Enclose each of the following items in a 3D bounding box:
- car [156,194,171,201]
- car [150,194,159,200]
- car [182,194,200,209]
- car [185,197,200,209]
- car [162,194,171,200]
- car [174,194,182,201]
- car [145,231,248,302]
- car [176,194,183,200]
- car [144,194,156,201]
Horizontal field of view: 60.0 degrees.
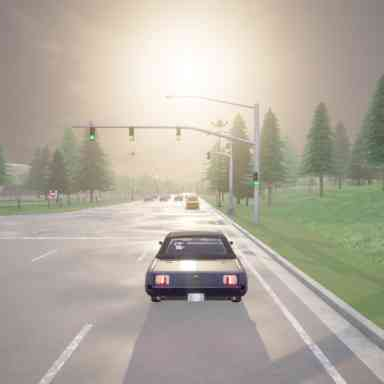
[{"bbox_3d":[-6.838,1.531,80.487,2.033,1.411,5.357,0,0,0],"label":"car"},{"bbox_3d":[-10.317,1.332,90.914,1.837,1.490,4.892,0,0,0],"label":"car"},{"bbox_3d":[-0.018,1.078,46.402,1.882,1.535,5.008,-3,17,-2],"label":"car"},{"bbox_3d":[0.073,1.576,49.853,2.033,1.411,5.357,-1,1,0],"label":"car"},{"bbox_3d":[-6.817,1.372,90.907,2.033,1.411,5.357,0,0,0],"label":"car"},{"bbox_3d":[-3.337,1.545,80.896,1.994,1.385,4.181,0,0,0],"label":"car"},{"bbox_3d":[0.095,1.601,8.185,1.895,1.301,4.718,0,0,1],"label":"car"},{"bbox_3d":[-3.317,1.357,90.900,1.812,1.442,4.674,0,0,0],"label":"car"},{"bbox_3d":[-10.338,1.531,80.494,2.033,1.411,5.357,0,0,0],"label":"car"}]
